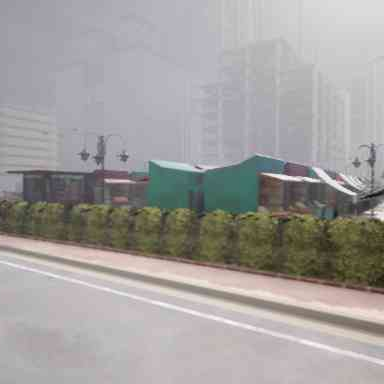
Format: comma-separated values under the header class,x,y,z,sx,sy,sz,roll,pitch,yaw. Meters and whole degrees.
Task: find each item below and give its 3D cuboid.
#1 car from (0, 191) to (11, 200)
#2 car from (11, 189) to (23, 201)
class,x,y,z,sx,sy,sz,roll,pitch,yaw
car,-38.119,0.144,63.198,2.150,2.045,5.566,1,1,33
car,-14.733,0.632,32.082,1.905,1.878,3.866,1,1,33
